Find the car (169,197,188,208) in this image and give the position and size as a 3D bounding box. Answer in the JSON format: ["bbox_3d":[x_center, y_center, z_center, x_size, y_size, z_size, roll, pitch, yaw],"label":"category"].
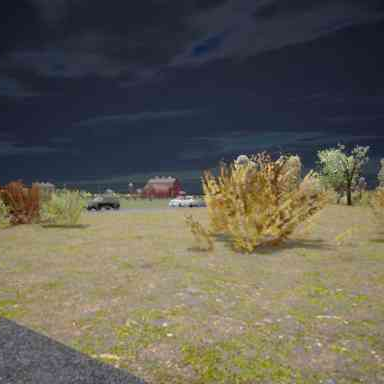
[{"bbox_3d":[-1.941,1.901,63.054,2.150,2.045,5.566,-1,-2,36],"label":"car"}]

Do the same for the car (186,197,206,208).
[{"bbox_3d":[1.354,2.182,61.520,1.994,1.385,4.181,-1,-1,36],"label":"car"}]

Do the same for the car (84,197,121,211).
[{"bbox_3d":[-12.887,1.698,48.052,2.150,2.045,5.566,-1,-2,36],"label":"car"}]
